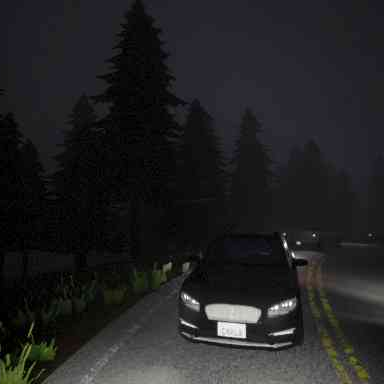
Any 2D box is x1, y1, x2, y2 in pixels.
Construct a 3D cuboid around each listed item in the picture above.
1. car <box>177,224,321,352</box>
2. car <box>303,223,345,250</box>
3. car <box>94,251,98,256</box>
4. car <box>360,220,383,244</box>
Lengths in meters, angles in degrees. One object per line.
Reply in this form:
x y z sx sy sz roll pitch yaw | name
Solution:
1.138 1.562 6.627 2.128 1.511 4.902 -1 -2 15 | car
6.530 2.311 17.743 1.895 1.301 4.718 -3 -6 39 | car
-20.226 13.650 73.006 4.181 1.381 1.994 -2 -5 31 | car
15.902 3.229 26.487 5.566 2.045 2.150 8 -8 -28 | car
